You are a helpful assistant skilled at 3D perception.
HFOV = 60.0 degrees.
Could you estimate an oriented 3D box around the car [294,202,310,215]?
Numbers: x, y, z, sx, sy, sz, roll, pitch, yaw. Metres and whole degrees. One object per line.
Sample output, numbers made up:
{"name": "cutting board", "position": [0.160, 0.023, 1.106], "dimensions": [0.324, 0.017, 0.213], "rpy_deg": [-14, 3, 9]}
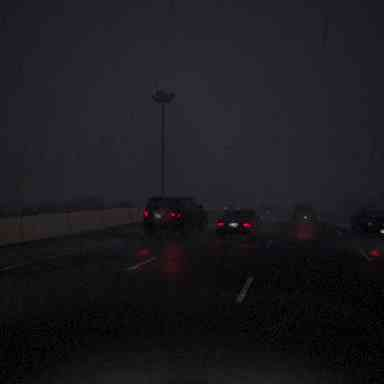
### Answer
{"name": "car", "position": [13.424, 1.963, 40.711], "dimensions": [1.812, 1.442, 4.674], "rpy_deg": [0, -1, 18]}

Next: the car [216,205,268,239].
{"name": "car", "position": [2.680, 1.617, 17.944], "dimensions": [2.033, 1.411, 5.357], "rpy_deg": [0, -1, 17]}

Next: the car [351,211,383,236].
{"name": "car", "position": [10.268, 1.703, 18.772], "dimensions": [1.895, 1.301, 4.718], "rpy_deg": [0, -1, 17]}

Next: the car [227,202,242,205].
{"name": "car", "position": [4.644, 1.845, 36.086], "dimensions": [1.812, 1.442, 4.674], "rpy_deg": [0, -1, 17]}

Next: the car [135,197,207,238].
{"name": "car", "position": [-0.791, 1.286, 18.534], "dimensions": [2.150, 2.045, 5.566], "rpy_deg": [0, -1, 18]}

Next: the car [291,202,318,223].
{"name": "car", "position": [9.530, 1.729, 28.186], "dimensions": [1.837, 1.490, 4.892], "rpy_deg": [0, 0, 17]}

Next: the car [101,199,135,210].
{"name": "car", "position": [-7.339, 1.711, 33.538], "dimensions": [2.128, 1.511, 4.902], "rpy_deg": [0, -1, 17]}

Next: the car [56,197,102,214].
{"name": "car", "position": [-10.969, 1.425, 33.655], "dimensions": [2.150, 2.045, 5.566], "rpy_deg": [0, -1, 17]}

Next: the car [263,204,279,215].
{"name": "car", "position": [9.007, 1.977, 38.300], "dimensions": [1.895, 1.301, 4.718], "rpy_deg": [0, -1, 17]}

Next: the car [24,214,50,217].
{"name": "car", "position": [-14.742, 1.659, 33.306], "dimensions": [1.882, 1.535, 5.008], "rpy_deg": [0, -1, 17]}

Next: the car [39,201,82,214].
{"name": "car", "position": [-16.048, 1.837, 40.883], "dimensions": [2.033, 1.411, 5.357], "rpy_deg": [0, -1, 17]}
